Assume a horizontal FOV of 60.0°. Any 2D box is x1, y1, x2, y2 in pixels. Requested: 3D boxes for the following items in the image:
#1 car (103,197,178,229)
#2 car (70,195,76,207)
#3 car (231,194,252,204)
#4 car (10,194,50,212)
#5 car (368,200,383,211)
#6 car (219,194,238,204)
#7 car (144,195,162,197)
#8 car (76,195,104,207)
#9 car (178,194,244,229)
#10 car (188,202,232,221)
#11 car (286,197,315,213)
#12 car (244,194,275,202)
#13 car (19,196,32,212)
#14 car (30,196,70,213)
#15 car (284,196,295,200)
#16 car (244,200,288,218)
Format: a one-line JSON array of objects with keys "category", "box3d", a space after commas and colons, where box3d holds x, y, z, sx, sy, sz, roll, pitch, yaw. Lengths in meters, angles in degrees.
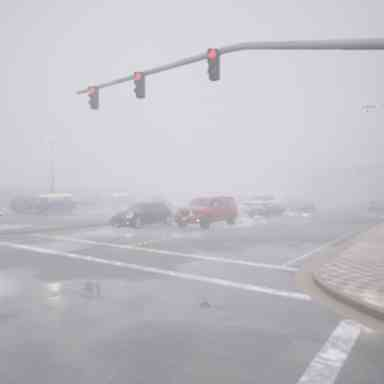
[{"category": "car", "box3d": [-3.415, 1.462, 22.716, 2.097, 1.767, 4.553, 0, 0, 36]}, {"category": "car", "box3d": [-21.255, 1.641, 64.929, 1.784, 1.438, 3.905, 0, 0, 37]}, {"category": "car", "box3d": [9.528, 1.303, 63.794, 1.932, 1.855, 4.605, 0, 0, 37]}, {"category": "car", "box3d": [-23.490, 1.401, 47.749, 1.932, 1.855, 4.605, 0, 0, 37]}, {"category": "car", "box3d": [22.642, 1.644, 40.038, 1.895, 1.301, 4.718, 0, 0, 36]}, {"category": "car", "box3d": [7.237, 1.319, 65.563, 1.905, 1.878, 3.866, 0, 0, 37]}, {"category": "car", "box3d": [-5.347, 1.582, 53.151, 1.970, 1.475, 3.806, 0, 0, 37]}, {"category": "car", "box3d": [-18.968, 1.418, 63.151, 1.932, 1.855, 4.605, 0, 0, 37]}, {"category": "car", "box3d": [1.127, 1.313, 22.983, 2.150, 2.045, 5.566, 0, 0, 36]}, {"category": "car", "box3d": [1.687, 1.669, 29.639, 1.994, 1.385, 4.181, 0, 0, 36]}, {"category": "car", "box3d": [13.044, 1.606, 39.117, 1.812, 1.442, 4.674, 0, 0, 36]}, {"category": "car", "box3d": [7.753, 1.320, 37.857, 2.150, 2.045, 5.566, 0, 0, 36]}, {"category": "car", "box3d": [-21.304, 1.599, 46.190, 1.784, 1.438, 3.905, 0, 0, 37]}, {"category": "car", "box3d": [-18.980, 1.618, 44.464, 1.970, 1.475, 3.806, 0, 0, 37]}, {"category": "car", "box3d": [13.586, 1.446, 45.711, 2.097, 1.767, 4.553, 0, 0, 37]}, {"category": "car", "box3d": [6.922, 1.687, 30.840, 1.895, 1.301, 4.718, 0, 0, 36]}]
